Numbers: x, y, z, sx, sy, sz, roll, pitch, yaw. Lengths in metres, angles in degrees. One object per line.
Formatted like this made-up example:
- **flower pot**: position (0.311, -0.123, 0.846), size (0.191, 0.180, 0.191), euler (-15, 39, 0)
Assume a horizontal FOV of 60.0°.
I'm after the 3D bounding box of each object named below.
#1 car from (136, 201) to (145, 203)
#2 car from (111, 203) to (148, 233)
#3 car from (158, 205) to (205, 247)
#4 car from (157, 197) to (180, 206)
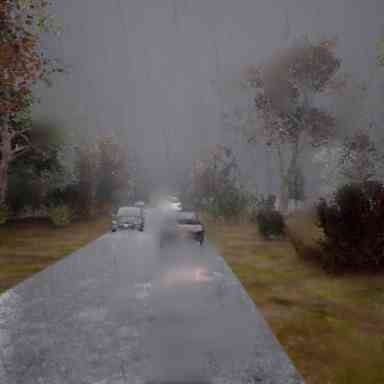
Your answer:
- **car**: position (-9.469, 2.396, 61.126), size (1.882, 1.535, 5.008), euler (0, -2, -9)
- **car**: position (-3.844, 1.638, 20.786), size (1.837, 1.490, 4.892), euler (0, -1, -5)
- **car**: position (-0.483, 1.575, 15.386), size (2.128, 1.511, 4.902), euler (0, -1, -3)
- **car**: position (-2.380, 1.559, 34.410), size (2.150, 2.045, 5.566), euler (0, -1, -8)
